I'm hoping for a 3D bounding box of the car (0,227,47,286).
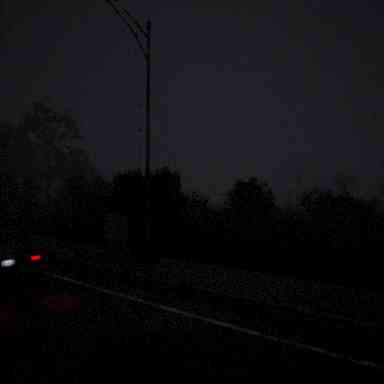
[{"bbox_3d":[-5.835,1.551,8.627,5.357,1.411,2.033,0,0,39],"label":"car"}]
